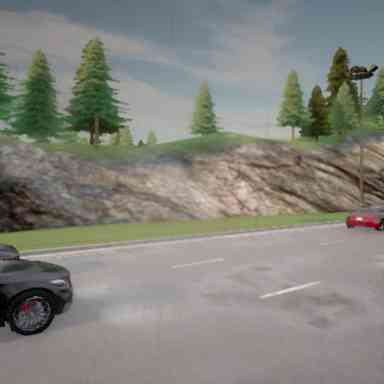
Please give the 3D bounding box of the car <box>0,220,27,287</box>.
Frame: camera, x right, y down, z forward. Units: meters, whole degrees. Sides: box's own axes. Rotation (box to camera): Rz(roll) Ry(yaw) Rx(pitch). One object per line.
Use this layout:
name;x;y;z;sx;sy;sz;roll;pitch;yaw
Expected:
car;-6.835;1.548;7.462;5.357;1.411;2.033;0;0;-35

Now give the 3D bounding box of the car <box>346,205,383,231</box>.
car;11.284;1.510;20.367;4.181;1.385;1.994;0;0;-36

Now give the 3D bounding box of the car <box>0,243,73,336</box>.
car;-4.257;1.525;5.002;4.674;1.442;1.812;0;0;-35
